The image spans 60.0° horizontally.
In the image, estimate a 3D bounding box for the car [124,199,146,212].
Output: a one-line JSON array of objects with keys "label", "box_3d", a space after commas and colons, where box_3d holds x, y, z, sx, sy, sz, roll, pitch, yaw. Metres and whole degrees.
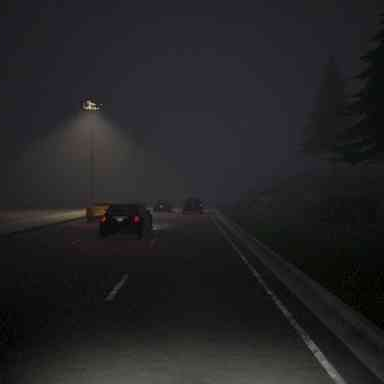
[{"label": "car", "box_3d": [-6.832, 1.564, 40.195, 1.994, 1.385, 4.181, 0, 0, -1]}]

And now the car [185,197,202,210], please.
[{"label": "car", "box_3d": [0.281, 1.491, 44.583, 2.128, 1.511, 4.902, 0, 0, 2]}]

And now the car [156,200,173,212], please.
[{"label": "car", "box_3d": [-3.361, 1.564, 38.797, 1.994, 1.385, 4.181, 0, 0, 0]}]

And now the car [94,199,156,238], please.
[{"label": "car", "box_3d": [-3.395, 1.352, 17.817, 2.097, 1.767, 4.553, 0, 0, 0]}]

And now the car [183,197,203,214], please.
[{"label": "car", "box_3d": [0.108, 1.352, 35.371, 2.097, 1.767, 4.553, 0, 0, 0]}]

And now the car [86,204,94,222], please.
[{"label": "car", "box_3d": [-6.892, 1.478, 26.539, 1.882, 1.535, 5.008, 0, 0, 0]}]
